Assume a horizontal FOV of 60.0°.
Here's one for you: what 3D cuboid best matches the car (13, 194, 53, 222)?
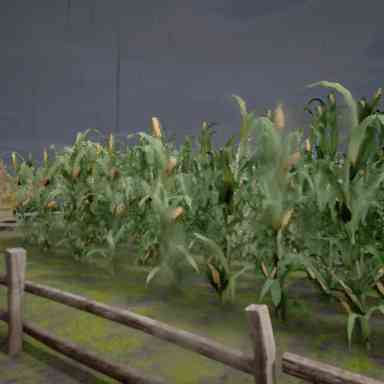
[{"bbox_3d":[-11.110,1.180,26.426,2.150,2.045,5.566,0,0,36],"label":"car"}]
